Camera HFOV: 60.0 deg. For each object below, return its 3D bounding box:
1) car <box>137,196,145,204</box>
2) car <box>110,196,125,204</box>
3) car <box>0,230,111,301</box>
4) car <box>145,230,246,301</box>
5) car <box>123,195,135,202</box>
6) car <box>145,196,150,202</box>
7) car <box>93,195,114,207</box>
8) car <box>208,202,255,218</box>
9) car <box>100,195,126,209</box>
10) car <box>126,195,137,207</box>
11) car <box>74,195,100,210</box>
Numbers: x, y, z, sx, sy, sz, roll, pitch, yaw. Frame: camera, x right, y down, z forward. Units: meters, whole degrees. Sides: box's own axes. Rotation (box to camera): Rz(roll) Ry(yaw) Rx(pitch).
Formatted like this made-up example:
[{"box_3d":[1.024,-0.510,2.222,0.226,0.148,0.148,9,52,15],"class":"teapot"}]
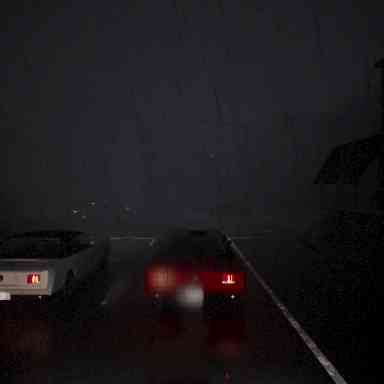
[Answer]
[{"box_3d":[-10.577,1.564,62.601,1.994,1.385,4.181,0,0,1],"class":"car"},{"box_3d":[-14.080,1.564,63.103,1.994,1.385,4.181,0,0,0],"class":"car"},{"box_3d":[-3.427,1.601,8.261,1.895,1.301,4.718,0,0,0],"class":"car"},{"box_3d":[0.074,1.601,8.280,1.895,1.301,4.718,0,0,0],"class":"car"},{"box_3d":[-14.034,1.504,74.692,1.812,1.442,4.674,0,0,0],"class":"car"},{"box_3d":[-10.534,1.530,73.827,2.033,1.411,5.357,0,0,0],"class":"car"},{"box_3d":[-14.111,1.352,53.221,2.097,1.767,4.553,0,0,1],"class":"car"},{"box_3d":[3.557,1.588,30.019,4.181,1.385,1.994,0,0,21],"class":"car"},{"box_3d":[-10.616,1.526,44.947,1.812,1.442,4.674,0,0,0],"class":"car"},{"box_3d":[-10.615,1.352,52.671,2.097,1.767,4.553,0,0,0],"class":"car"},{"box_3d":[-14.119,1.492,44.168,2.128,1.511,4.902,0,0,0],"class":"car"}]
